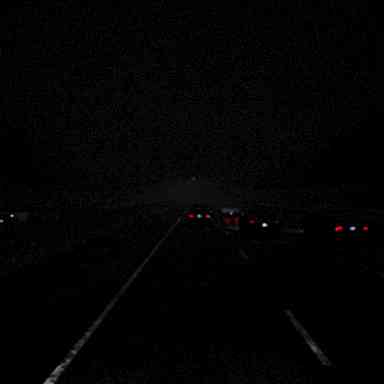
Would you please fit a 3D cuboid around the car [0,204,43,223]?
[{"bbox_3d":[-13.637,1.803,26.119,1.895,1.301,4.718,0,-1,1],"label":"car"}]

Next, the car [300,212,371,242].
[{"bbox_3d":[7.409,1.753,17.736,2.033,1.411,5.357,0,-1,1],"label":"car"}]

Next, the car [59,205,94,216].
[{"bbox_3d":[-10.074,1.822,29.336,1.994,1.385,4.181,0,-1,1],"label":"car"}]

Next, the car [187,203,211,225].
[{"bbox_3d":[0.568,1.819,26.407,2.033,1.411,5.357,0,-1,1],"label":"car"}]

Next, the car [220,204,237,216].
[{"bbox_3d":[4.291,2.040,38.144,1.895,1.301,4.718,0,-1,1],"label":"car"}]

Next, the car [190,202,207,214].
[{"bbox_3d":[0.861,2.050,42.790,1.994,1.385,4.181,0,-1,2],"label":"car"}]

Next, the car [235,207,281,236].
[{"bbox_3d":[3.949,1.777,19.915,1.994,1.385,4.181,0,-1,1],"label":"car"}]
